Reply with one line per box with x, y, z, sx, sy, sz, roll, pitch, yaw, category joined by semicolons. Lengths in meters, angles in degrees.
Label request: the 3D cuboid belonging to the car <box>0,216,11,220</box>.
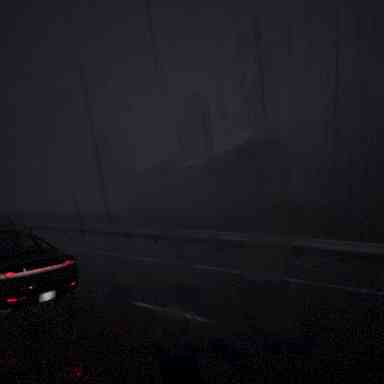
-8.775;1.631;13.711;4.718;1.301;1.895;0;0;31;car

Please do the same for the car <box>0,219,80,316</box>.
-4.406;1.506;6.806;4.902;1.511;2.128;0;0;33;car
